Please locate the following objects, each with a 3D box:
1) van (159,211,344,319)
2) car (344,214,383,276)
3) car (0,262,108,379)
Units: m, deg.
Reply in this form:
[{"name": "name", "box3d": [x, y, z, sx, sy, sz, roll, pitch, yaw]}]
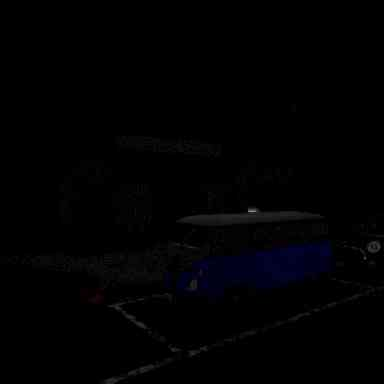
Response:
[{"name": "van", "box3d": [1.283, 1.341, 7.100, 3.998, 1.788, 1.690, 0, 0, -35]}, {"name": "car", "box3d": [5.692, 1.439, 10.240, 4.097, 1.590, 1.967, 0, 0, -35]}, {"name": "car", "box3d": [-3.126, 1.582, 3.960, 4.206, 1.307, 1.802, 0, 0, -35]}]
